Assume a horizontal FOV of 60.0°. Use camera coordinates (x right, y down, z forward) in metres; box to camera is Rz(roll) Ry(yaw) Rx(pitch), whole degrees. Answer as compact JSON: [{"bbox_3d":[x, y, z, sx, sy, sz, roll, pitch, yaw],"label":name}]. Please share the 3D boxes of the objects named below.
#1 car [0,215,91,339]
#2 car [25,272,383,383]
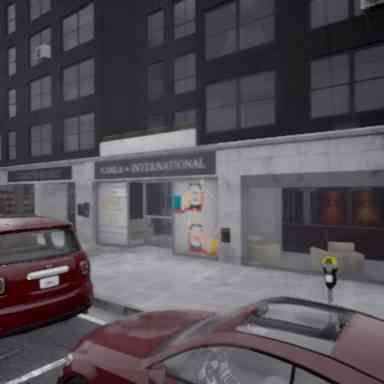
[{"bbox_3d":[-3.904,1.360,6.081,5.009,1.841,2.192,-1,0,37],"label":"car"},{"bbox_3d":[0.635,1.579,2.695,4.206,1.307,1.802,-1,0,37],"label":"car"}]
